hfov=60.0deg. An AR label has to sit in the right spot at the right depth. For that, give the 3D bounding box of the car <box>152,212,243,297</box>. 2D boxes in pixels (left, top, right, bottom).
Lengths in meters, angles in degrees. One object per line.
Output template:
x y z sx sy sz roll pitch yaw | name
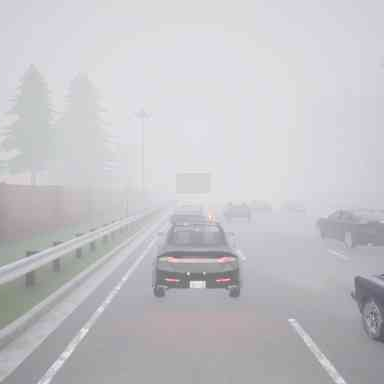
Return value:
0.107 1.491 8.554 2.128 1.511 4.902 0 0 0 | car

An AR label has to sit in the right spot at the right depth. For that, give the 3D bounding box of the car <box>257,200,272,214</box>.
7.127 1.547 35.474 2.033 1.411 5.357 0 0 0 | car

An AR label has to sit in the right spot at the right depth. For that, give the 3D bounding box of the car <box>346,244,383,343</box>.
3.602 1.600 3.476 1.895 1.301 4.718 0 0 0 | car

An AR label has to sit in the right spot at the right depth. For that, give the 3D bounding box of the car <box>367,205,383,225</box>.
14.117 1.601 22.664 1.895 1.301 4.718 0 0 0 | car

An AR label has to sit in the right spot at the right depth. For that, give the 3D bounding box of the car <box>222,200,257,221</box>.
3.621 1.492 27.209 2.128 1.511 4.902 0 0 0 | car

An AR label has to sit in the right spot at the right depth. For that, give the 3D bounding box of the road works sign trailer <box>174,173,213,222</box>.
0.077 0.464 22.919 2.380 3.560 2.880 0 0 0 | road works sign trailer

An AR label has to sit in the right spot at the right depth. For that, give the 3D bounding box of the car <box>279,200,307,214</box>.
10.628 1.563 35.322 1.994 1.385 4.181 0 0 0 | car

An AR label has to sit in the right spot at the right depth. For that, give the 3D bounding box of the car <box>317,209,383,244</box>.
7.112 1.477 14.548 1.882 1.535 5.008 0 0 0 | car

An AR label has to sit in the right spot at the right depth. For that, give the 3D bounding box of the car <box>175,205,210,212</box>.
-0.029 1.474 19.001 1.882 1.535 5.008 0 0 6 | car
